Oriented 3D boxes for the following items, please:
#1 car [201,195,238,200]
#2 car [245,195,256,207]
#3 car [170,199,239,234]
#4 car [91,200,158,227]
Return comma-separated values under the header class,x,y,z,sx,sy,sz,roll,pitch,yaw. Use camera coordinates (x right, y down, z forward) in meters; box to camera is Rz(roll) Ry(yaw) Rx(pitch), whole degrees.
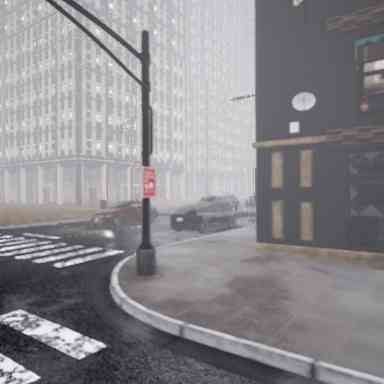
class,x,y,z,sx,sy,sz,roll,pitch,yaw
car,1.747,1.076,28.819,1.837,1.490,4.892,0,1,35
car,7.668,0.903,37.196,1.837,1.490,4.892,0,1,35
car,0.616,1.282,17.155,1.947,1.339,4.313,1,1,35
car,-4.030,1.267,20.634,1.812,1.442,4.674,0,1,35
